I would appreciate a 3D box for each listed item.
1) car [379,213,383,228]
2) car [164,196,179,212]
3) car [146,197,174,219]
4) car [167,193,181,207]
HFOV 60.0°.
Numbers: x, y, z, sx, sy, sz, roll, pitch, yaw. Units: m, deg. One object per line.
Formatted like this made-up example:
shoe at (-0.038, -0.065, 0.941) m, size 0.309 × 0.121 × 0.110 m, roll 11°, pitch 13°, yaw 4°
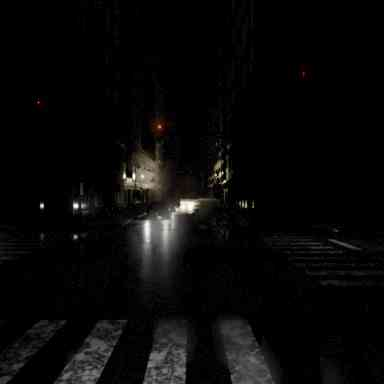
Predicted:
car at (12.338, 1.282, 16.892) m, size 5.009 × 1.841 × 2.192 m, roll 0°, pitch 0°, yaw 0°
car at (-2.864, 1.511, 39.152) m, size 1.812 × 1.442 × 4.674 m, roll 0°, pitch 0°, yaw 0°
car at (-2.865, 1.496, 29.285) m, size 1.837 × 1.490 × 4.892 m, roll 0°, pitch 0°, yaw 0°
car at (-2.874, 1.197, 49.552) m, size 2.150 × 2.045 × 5.566 m, roll 0°, pitch 0°, yaw 0°
